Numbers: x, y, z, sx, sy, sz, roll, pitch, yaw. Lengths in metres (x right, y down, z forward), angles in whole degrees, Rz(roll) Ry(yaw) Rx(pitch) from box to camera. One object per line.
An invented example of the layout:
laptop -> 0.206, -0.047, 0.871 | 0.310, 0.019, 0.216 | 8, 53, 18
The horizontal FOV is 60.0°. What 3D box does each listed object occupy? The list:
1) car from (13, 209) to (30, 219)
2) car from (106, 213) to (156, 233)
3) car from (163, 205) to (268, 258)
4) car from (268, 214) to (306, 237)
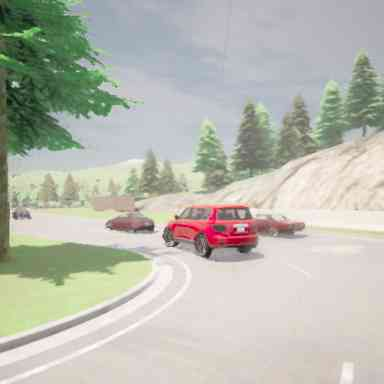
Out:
car -> -25.636, 3.250, 50.007 | 2.033, 1.411, 5.357 | 0, -2, -35
car -> -4.629, 2.261, 24.842 | 4.181, 1.385, 1.994 | -2, -2, 43
car -> 0.630, 1.576, 14.778 | 2.150, 2.045, 5.566 | 1, -2, -26
car -> 4.568, 2.029, 20.904 | 1.895, 1.301, 4.718 | 0, -2, -39
